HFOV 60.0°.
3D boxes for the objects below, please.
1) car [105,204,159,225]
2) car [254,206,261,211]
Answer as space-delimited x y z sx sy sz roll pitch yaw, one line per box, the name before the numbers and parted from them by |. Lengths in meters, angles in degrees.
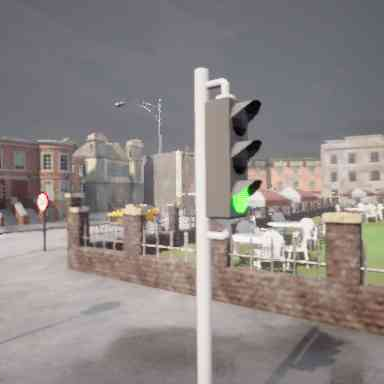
car | -4.444 1.707 25.722 1.882 1.535 5.008 -1 0 36
car | 6.923 1.792 41.387 1.994 1.385 4.181 -1 -1 41
